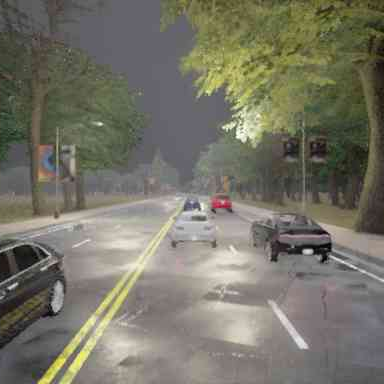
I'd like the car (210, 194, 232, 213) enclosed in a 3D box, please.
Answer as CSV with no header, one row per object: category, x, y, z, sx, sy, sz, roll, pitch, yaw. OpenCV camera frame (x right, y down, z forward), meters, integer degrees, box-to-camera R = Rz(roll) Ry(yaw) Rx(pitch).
car,3.281,1.265,38.042,2.150,2.045,5.566,0,0,0

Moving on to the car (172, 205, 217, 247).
car,0.083,1.544,14.992,1.812,1.442,4.674,0,0,0

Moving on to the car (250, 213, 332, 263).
car,3.345,1.506,12.026,2.128,1.511,4.902,0,0,0

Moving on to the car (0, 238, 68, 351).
car,-3.336,1.510,4.641,1.837,1.490,4.892,0,0,0

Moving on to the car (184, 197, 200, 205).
car,0.012,1.401,42.759,2.097,1.767,4.553,0,0,0
